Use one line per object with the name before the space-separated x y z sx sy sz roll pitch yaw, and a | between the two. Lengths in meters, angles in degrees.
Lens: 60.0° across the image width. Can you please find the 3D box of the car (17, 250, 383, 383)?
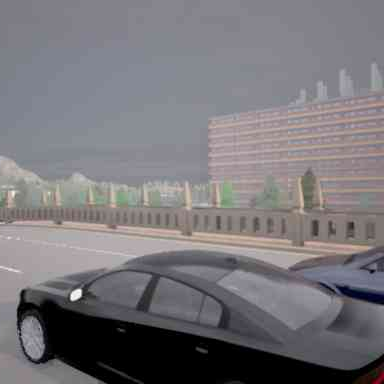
car | -0.246 1.488 4.165 5.008 1.535 1.882 0 0 35

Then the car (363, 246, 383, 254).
car | 3.659 1.565 5.681 4.181 1.385 1.994 0 0 35
